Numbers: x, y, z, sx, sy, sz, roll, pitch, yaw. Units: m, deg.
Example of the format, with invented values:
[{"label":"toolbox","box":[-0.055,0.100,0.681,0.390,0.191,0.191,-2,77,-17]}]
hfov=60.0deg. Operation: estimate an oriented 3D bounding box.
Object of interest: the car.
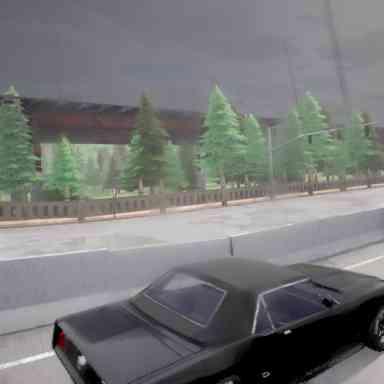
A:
[{"label":"car","box":[0.855,1.574,4.363,4.718,1.301,1.895,-1,1,-36]}]
